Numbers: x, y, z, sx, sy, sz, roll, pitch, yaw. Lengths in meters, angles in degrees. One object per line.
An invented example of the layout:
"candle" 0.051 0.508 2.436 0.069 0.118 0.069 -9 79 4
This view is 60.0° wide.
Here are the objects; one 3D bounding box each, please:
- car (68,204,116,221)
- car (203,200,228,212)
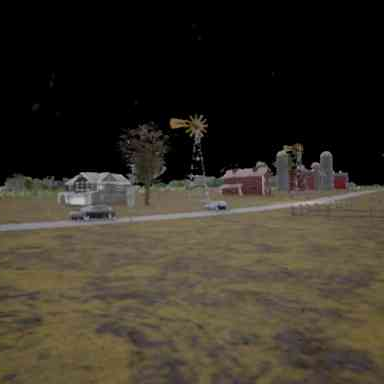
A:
"car" -9.502 1.980 31.900 1.837 1.490 4.892 -2 -2 36
"car" 3.578 2.037 49.946 2.097 1.767 4.553 -2 -1 36
